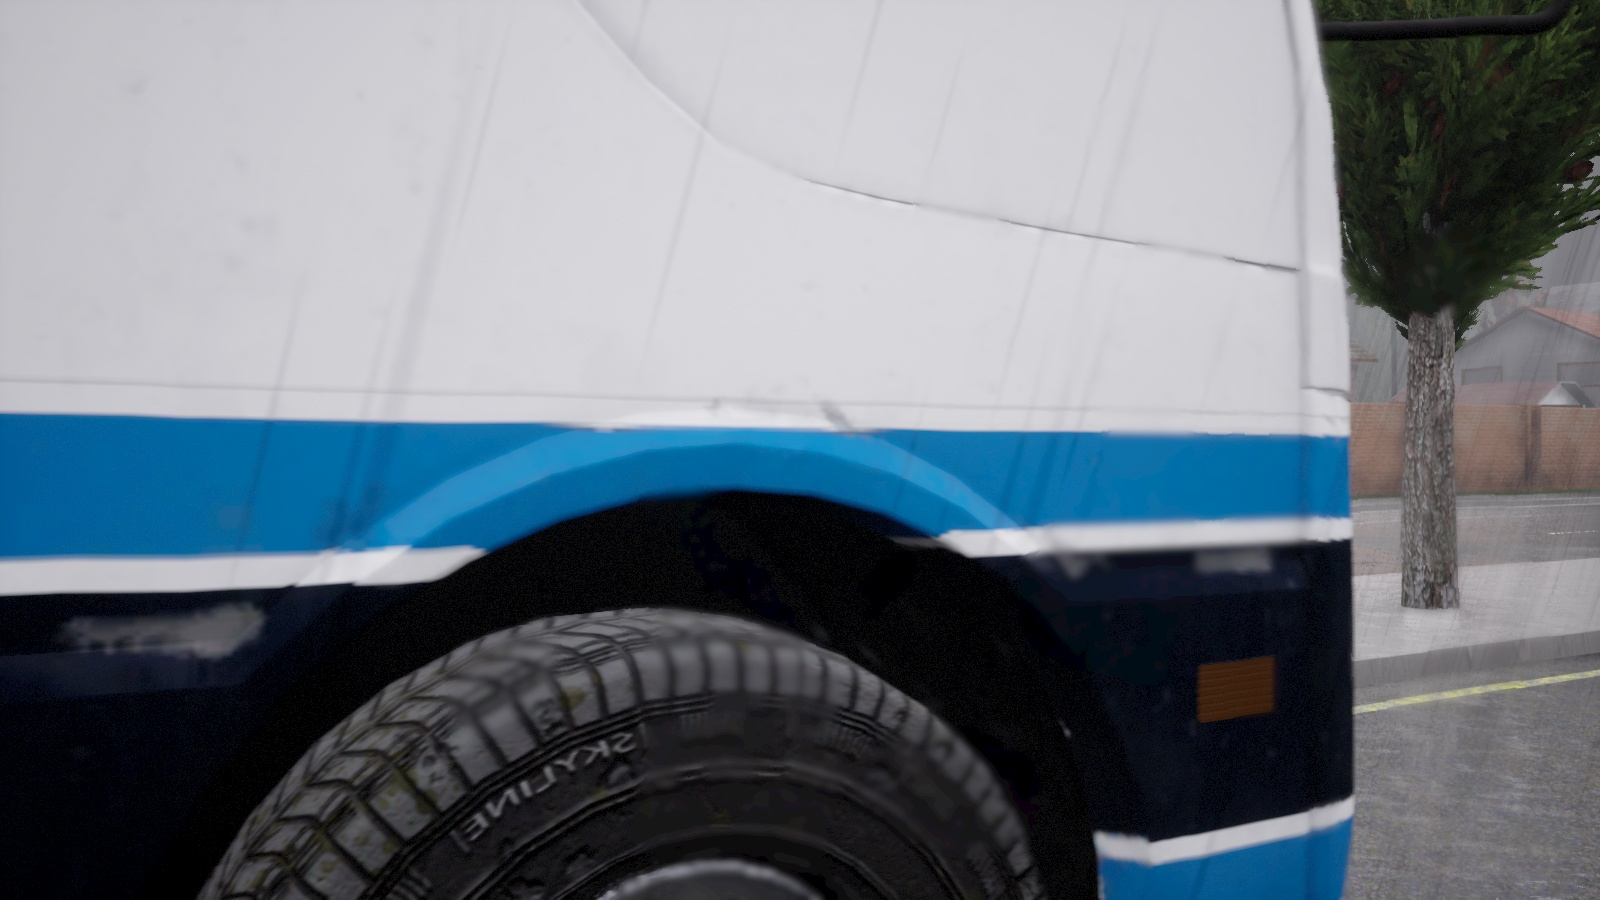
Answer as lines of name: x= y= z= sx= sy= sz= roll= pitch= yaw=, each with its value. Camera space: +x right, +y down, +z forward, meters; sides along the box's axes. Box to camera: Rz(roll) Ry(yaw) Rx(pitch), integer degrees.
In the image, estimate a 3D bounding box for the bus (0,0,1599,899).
bus: x=-3.434 y=-0.611 z=1.473 sx=10.273 sy=4.253 sz=3.944 roll=0 pitch=0 yaw=-29
